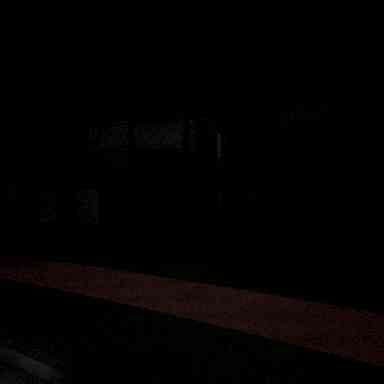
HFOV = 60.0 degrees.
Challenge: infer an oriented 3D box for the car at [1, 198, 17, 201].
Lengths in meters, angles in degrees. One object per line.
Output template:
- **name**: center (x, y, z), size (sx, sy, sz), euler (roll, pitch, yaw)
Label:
- **car**: center (-17.803, 1.347, 32.378), size (1.837, 1.490, 4.892), euler (0, 0, 23)
